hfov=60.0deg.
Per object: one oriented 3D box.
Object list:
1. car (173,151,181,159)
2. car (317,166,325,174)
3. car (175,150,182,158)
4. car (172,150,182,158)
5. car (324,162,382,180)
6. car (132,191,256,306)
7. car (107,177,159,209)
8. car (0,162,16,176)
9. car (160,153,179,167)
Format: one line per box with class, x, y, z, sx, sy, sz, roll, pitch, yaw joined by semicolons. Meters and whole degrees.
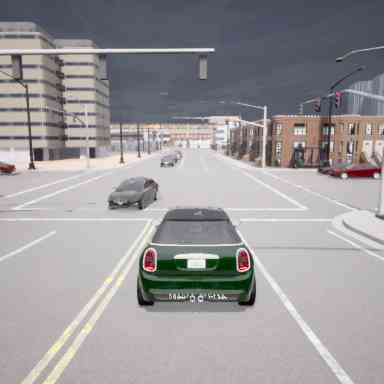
car;-3.484;-5.930;58.207;1.882;1.535;5.008;0;9;0
car;16.379;-2.514;35.779;5.357;1.411;2.033;0;8;0
car;-3.400;-7.269;67.502;1.812;1.442;4.674;0;8;1
car;-3.372;-8.943;77.551;2.097;1.767;4.553;0;8;0
car;16.034;-2.065;32.301;5.008;1.535;1.882;0;8;0
car;0.088;1.074;7.671;2.097;1.767;4.553;0;4;0
car;-3.191;-0.017;18.809;1.837;1.490;4.892;0;8;9
car;-21.560;-2.553;35.955;4.674;1.442;1.812;0;8;0
car;-3.533;-4.521;48.870;2.128;1.511;4.902;0;8;1
